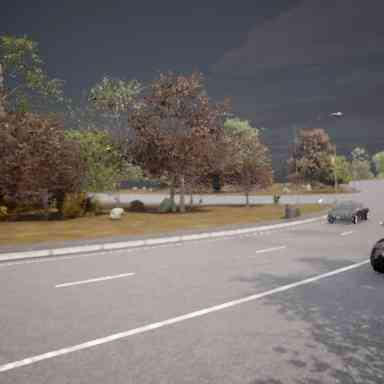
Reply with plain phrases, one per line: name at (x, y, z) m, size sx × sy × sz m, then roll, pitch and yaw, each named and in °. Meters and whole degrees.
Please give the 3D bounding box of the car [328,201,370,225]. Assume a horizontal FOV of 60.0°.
car at (11.431, 1.429, 24.100) m, size 1.837 × 1.490 × 4.892 m, roll -1°, pitch 1°, yaw 42°

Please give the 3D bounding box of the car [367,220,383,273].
car at (6.847, 1.554, 9.559) m, size 4.181 × 1.385 × 1.994 m, roll 0°, pitch 0°, yaw -41°
